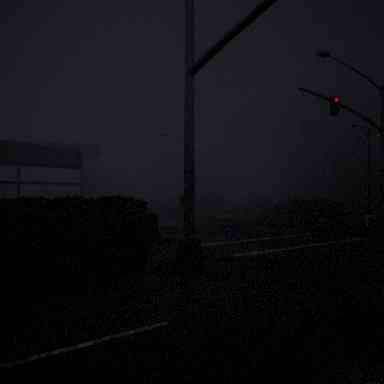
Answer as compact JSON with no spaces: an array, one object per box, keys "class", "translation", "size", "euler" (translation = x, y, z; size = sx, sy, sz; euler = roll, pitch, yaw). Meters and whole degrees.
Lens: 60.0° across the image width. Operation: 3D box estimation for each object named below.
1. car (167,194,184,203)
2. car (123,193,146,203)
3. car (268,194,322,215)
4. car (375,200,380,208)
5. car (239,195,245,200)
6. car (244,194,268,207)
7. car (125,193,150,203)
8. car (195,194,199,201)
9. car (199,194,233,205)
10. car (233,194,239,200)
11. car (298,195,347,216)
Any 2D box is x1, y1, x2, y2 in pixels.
[{"class":"car","translation":[-2.644,1.097,65.405],"size":[4.605,1.855,1.932],"euler":[0,0,-35]},{"class":"car","translation":[-10.972,1.077,63.575],"size":[3.866,1.878,1.905],"euler":[0,0,-35]},{"class":"car","translation":[10.163,1.330,32.493],"size":[5.027,1.636,2.152],"euler":[0,0,-35]},{"class":"car","translation":[25.525,1.384,43.097],"size":[3.806,1.475,1.970],"euler":[0,0,-35]},{"class":"car","translation":[13.388,1.154,72.824],"size":[5.027,1.636,2.152],"euler":[0,0,-35]},{"class":"car","translation":[9.638,1.320,46.598],"size":[3.633,1.501,1.845],"euler":[0,0,-35]},{"class":"car","translation":[-9.562,1.361,60.502],"size":[3.806,1.475,1.970],"euler":[0,0,-35]},{"class":"car","translation":[1.562,1.298,76.838],"size":[4.514,1.523,2.007],"euler":[0,0,-35]},{"class":"car","translation":[3.931,1.298,54.801],"size":[4.514,1.523,2.007],"euler":[0,0,-35]},{"class":"car","translation":[9.436,1.232,77.890],"size":[3.806,1.475,1.970],"euler":[0,0,-35]},{"class":"car","translation":[12.008,1.340,29.956],"size":[4.514,1.523,2.007],"euler":[0,0,-35]}]
